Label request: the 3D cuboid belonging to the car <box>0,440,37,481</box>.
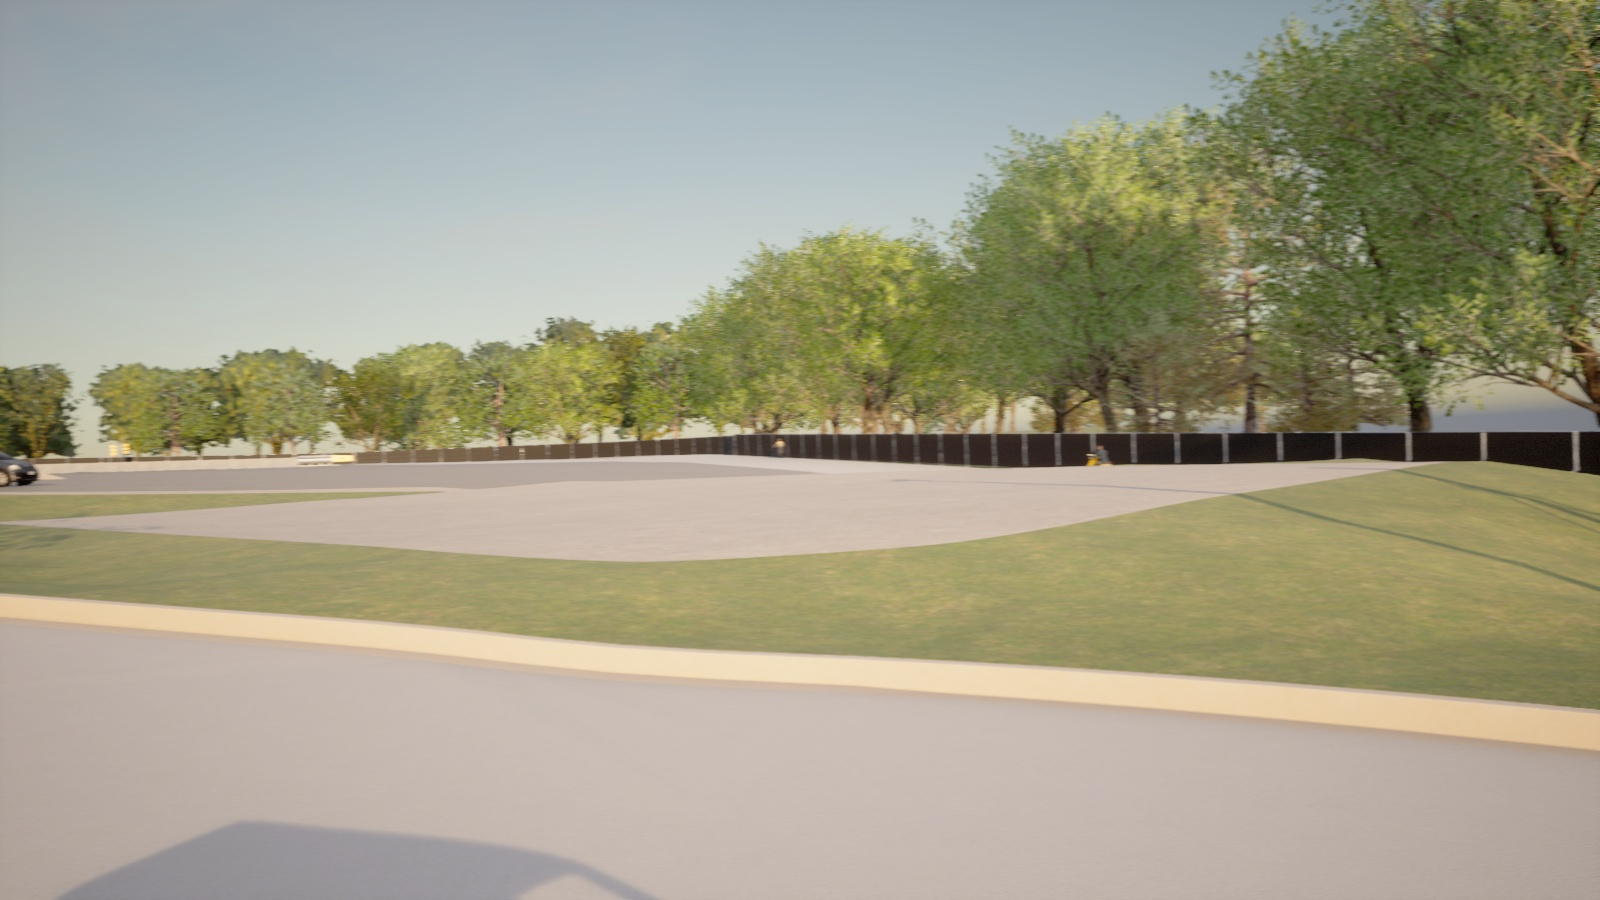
[{"bbox_3d":[-33.089,0.390,50.268,3.988,1.617,1.851,0,1,-1],"label":"car"}]
